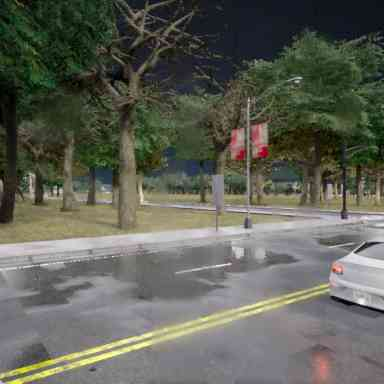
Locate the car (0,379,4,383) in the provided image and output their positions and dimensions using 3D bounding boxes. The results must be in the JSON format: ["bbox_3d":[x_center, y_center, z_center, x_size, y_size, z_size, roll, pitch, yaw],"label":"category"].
[{"bbox_3d":[-3.247,1.526,1.134,4.674,1.442,1.812,0,0,-35],"label":"car"}]

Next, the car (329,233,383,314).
[{"bbox_3d":[4.643,1.526,6.732,4.674,1.442,1.812,0,0,-35],"label":"car"}]
